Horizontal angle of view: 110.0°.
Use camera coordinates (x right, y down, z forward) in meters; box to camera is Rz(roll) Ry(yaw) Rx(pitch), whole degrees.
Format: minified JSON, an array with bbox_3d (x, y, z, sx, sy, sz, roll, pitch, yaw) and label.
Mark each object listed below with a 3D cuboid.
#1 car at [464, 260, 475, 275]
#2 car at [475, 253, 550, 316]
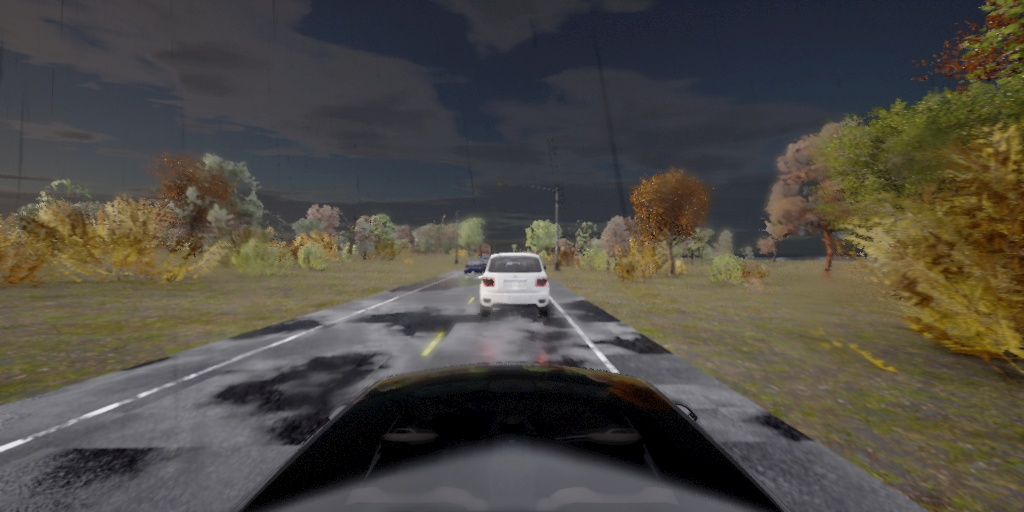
[{"bbox_3d":[-3.590,1.096,35.567,2.033,1.411,5.357,0,0,0],"label":"car"},{"bbox_3d":[0.097,0.903,13.076,2.150,2.045,5.566,0,1,0],"label":"car"}]
